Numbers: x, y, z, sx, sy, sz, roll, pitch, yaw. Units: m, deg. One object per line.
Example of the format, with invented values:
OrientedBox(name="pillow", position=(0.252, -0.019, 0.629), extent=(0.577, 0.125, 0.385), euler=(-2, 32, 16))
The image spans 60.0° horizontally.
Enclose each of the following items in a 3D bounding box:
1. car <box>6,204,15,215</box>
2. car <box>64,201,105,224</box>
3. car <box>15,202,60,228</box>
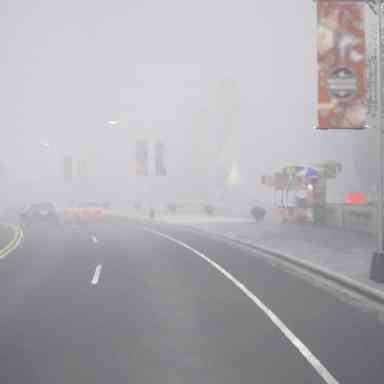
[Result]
OrientedBox(name="car", position=(-18.543, 1.776, 36.364), extent=(4.181, 1.385, 1.994), euler=(0, 0, 37))
OrientedBox(name="car", position=(-8.536, 1.461, 26.207), extent=(2.097, 1.767, 4.553), euler=(0, 0, -34))
OrientedBox(name="car", position=(-11.102, 1.481, 23.964), extent=(2.097, 1.767, 4.553), euler=(0, 0, -35))
